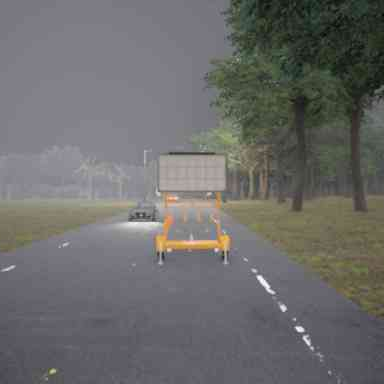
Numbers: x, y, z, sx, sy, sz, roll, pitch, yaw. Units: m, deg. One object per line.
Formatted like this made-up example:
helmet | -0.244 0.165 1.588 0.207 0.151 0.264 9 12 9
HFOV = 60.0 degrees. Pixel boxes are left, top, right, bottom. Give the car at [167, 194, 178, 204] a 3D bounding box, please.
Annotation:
car | -3.565 1.190 59.216 2.097 1.767 4.553 0 0 1

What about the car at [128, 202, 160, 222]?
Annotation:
car | -3.599 1.455 25.383 1.994 1.385 4.181 0 0 0

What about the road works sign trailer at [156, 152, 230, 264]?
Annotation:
road works sign trailer | 0.011 0.411 11.579 2.380 3.560 2.880 0 0 -1
